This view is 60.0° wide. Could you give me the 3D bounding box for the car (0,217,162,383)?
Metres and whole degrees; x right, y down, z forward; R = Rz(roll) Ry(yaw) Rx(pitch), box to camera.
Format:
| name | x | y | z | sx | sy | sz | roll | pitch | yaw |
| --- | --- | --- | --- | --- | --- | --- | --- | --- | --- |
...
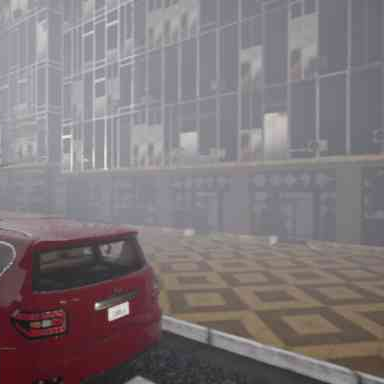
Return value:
| name | x | y | z | sx | sy | sz | roll | pitch | yaw |
| --- | --- | --- | --- | --- | --- | --- | --- | --- | --- |
| car | -2.696 | 1.292 | 4.801 | 5.009 | 1.841 | 2.192 | 0 | 0 | 36 |
